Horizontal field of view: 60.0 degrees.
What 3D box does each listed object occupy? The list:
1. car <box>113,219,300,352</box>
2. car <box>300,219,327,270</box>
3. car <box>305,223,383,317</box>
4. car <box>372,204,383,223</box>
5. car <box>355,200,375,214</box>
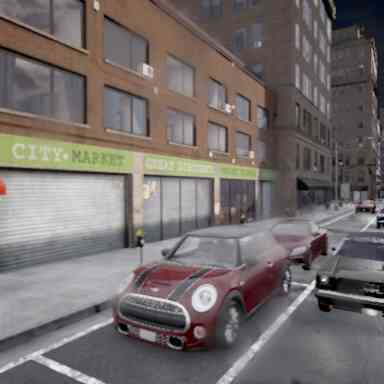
[{"bbox_3d":[0.439,1.434,6.251,1.967,1.590,4.097,-1,0,32],"label":"car"},{"bbox_3d":[3.391,1.576,10.993,1.802,1.307,4.206,-1,0,32],"label":"car"},{"bbox_3d":[4.031,1.599,7.149,1.895,1.301,4.718,0,0,32],"label":"car"},{"bbox_3d":[12.642,1.595,20.800,1.895,1.301,4.718,0,0,32],"label":"car"},{"bbox_3d":[18.144,1.525,34.707,1.887,1.381,4.507,-1,0,32],"label":"car"}]
